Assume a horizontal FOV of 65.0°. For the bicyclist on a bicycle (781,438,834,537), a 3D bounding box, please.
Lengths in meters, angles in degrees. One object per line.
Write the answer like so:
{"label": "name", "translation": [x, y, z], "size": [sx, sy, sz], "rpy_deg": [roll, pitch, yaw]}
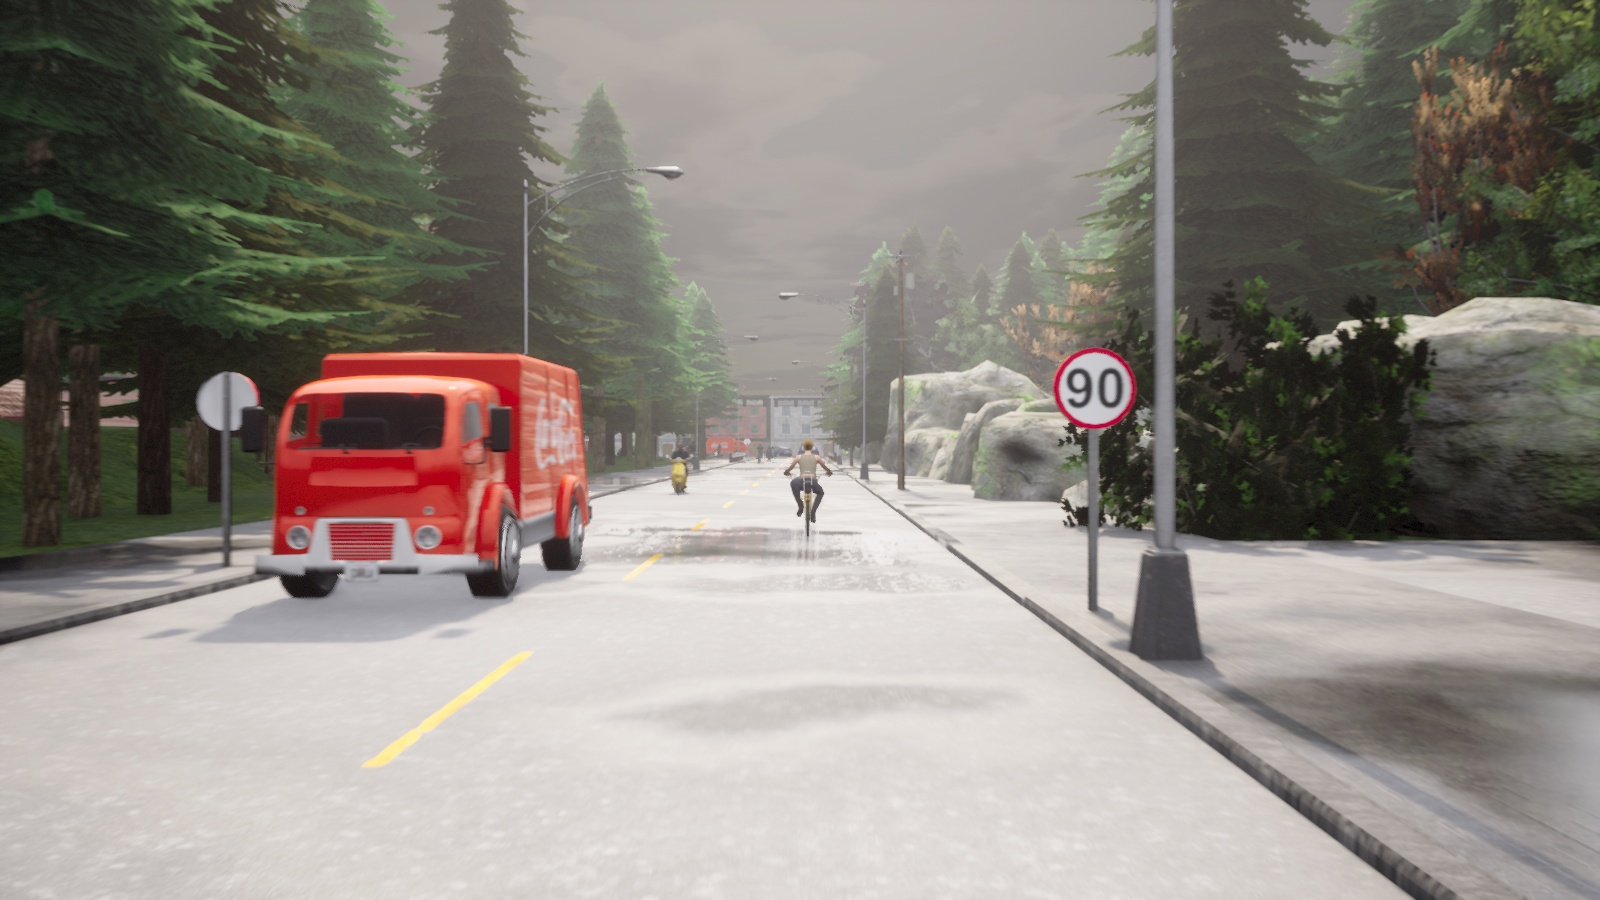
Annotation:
{"label": "bicyclist on a bicycle", "translation": [0.135, 0.611, 21.178], "size": [0.866, 1.612, 1.509], "rpy_deg": [0, 0, 1]}

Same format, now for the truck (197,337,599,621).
{"label": "truck", "translation": [-3.909, 0.196, 13.516], "size": [2.627, 2.467, 5.204], "rpy_deg": [0, 1, 0]}

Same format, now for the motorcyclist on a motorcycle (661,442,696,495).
{"label": "motorcyclist on a motorcycle", "translation": [-3.738, 0.565, 38.763], "size": [0.866, 1.590, 1.817], "rpy_deg": [0, 0, 0]}
